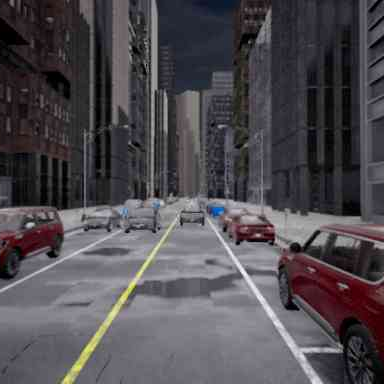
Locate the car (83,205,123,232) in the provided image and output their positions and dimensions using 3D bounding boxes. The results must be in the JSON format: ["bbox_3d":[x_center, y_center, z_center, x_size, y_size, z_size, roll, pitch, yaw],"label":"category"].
[{"bbox_3d":[-5.752,1.768,21.797,2.008,1.369,4.403,0,-1,0],"label":"car"}]

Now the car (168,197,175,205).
[{"bbox_3d":[-5.725,2.366,77.888,1.947,1.339,4.313,0,-1,0],"label":"car"}]

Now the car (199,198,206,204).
[{"bbox_3d":[2.805,2.364,89.109,1.967,1.590,4.097,0,-1,0],"label":"car"}]

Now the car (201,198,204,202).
[{"bbox_3d":[2.789,2.083,55.626,1.752,1.417,4.829,0,-1,0],"label":"car"}]

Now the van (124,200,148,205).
[{"bbox_3d":[-5.746,1.671,33.018,1.690,1.788,3.998,0,-1,0],"label":"van"}]

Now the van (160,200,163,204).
[{"bbox_3d":[-5.738,1.839,49.845,1.690,1.788,3.998,0,-1,0],"label":"van"}]

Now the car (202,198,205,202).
[{"bbox_3d":[2.787,2.025,50.017,1.752,1.417,4.829,0,-1,0],"label":"car"}]

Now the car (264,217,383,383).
[{"bbox_3d":[2.765,1.366,4.978,2.192,1.841,5.009,0,-1,0],"label":"car"}]

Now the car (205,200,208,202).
[{"bbox_3d":[2.781,1.931,38.629,1.887,1.381,4.507,0,-1,0],"label":"car"}]

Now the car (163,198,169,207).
[{"bbox_3d":[-5.733,2.139,60.891,1.752,1.417,4.829,0,-1,0],"label":"car"}]

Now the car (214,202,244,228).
[{"bbox_3d":[2.773,1.658,21.803,1.967,1.590,4.097,0,-1,0],"label":"car"}]

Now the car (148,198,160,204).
[{"bbox_3d":[-5.741,1.882,44.235,1.967,1.590,4.097,0,-1,0],"label":"car"}]

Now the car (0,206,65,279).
[{"bbox_3d":[-5.757,1.421,10.581,2.192,1.841,5.009,0,-1,0],"label":"car"}]

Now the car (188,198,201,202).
[{"bbox_3d":[0.025,2.057,52.271,1.812,1.442,4.674,0,-1,0],"label":"car"}]

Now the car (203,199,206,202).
[{"bbox_3d":[2.784,2.008,44.238,1.947,1.339,4.313,0,-1,0],"label":"car"}]

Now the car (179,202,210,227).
[{"bbox_3d":[0.014,1.766,25.533,2.128,1.511,4.902,0,-1,0],"label":"car"}]

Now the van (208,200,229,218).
[{"bbox_3d":[2.779,1.671,33.022,1.690,1.788,3.998,0,-1,0],"label":"van"}]

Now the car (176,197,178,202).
[{"bbox_3d":[-5.720,2.239,89.109,2.192,1.841,5.009,0,-1,0],"label":"car"}]

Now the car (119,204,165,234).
[{"bbox_3d":[-2.990,1.710,21.005,1.837,1.490,4.892,0,-1,0],"label":"car"}]

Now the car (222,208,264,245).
[{"bbox_3d":[2.771,1.706,16.193,1.887,1.381,4.507,0,-1,0],"label":"car"}]
